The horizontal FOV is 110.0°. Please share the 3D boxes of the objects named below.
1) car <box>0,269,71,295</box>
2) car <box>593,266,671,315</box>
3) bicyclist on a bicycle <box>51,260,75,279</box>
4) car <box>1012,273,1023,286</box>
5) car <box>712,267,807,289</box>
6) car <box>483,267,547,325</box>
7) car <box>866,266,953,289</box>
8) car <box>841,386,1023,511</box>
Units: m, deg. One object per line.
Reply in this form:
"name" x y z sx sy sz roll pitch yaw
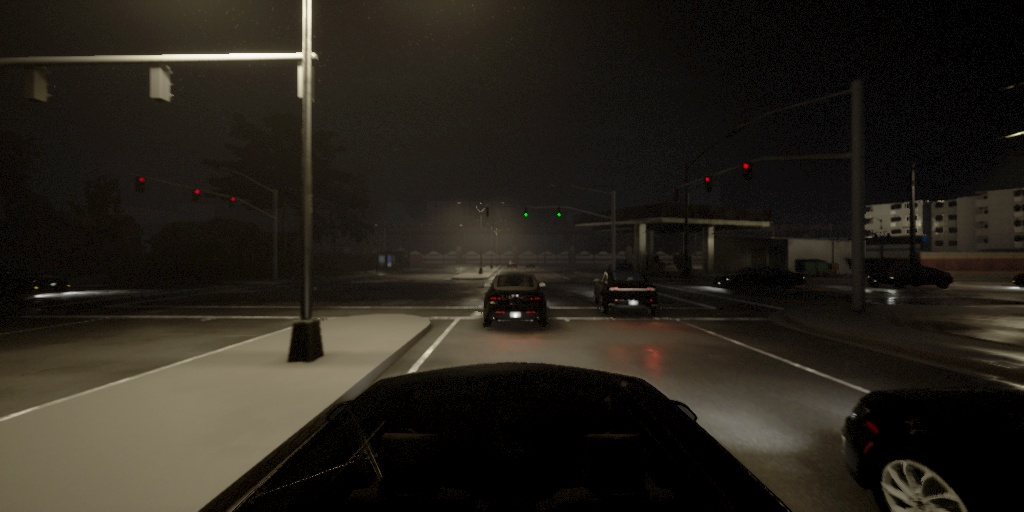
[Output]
"car" -27.801 1.405 20.172 4.181 1.385 1.994 0 0 0
"car" 4.300 1.304 13.996 2.128 1.511 4.902 0 0 9
"bicyclist on a bicycle" -38.285 1.195 30.575 0.582 1.620 1.656 0 0 0
"car" 36.646 1.428 24.097 4.181 1.385 1.994 0 0 -1
"car" 16.358 1.409 23.778 5.357 1.411 2.033 0 0 -1
"car" 0.097 1.308 11.971 1.837 1.490 4.892 0 0 0
"car" 26.516 1.388 23.939 4.674 1.442 1.812 0 0 -1
"car" 3.601 1.252 0.885 1.837 1.490 4.892 0 0 0
